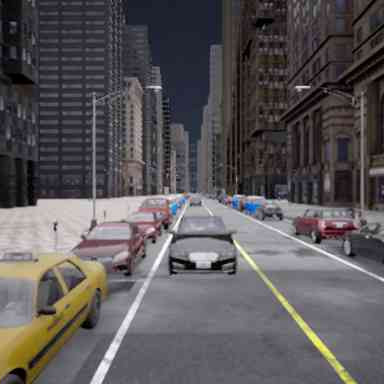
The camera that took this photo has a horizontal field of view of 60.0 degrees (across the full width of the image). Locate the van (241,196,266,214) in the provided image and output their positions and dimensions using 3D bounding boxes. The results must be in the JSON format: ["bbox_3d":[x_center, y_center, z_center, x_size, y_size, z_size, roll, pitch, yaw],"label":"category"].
[{"bbox_3d":[6.240,1.335,32.864,1.690,1.788,3.998,0,0,0],"label":"van"}]

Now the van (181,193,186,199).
[{"bbox_3d":[-2.221,1.335,49.918,1.690,1.788,3.998,0,0,0],"label":"van"}]

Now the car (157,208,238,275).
[{"bbox_3d":[0.299,1.487,10.517,2.128,1.511,4.902,0,0,0],"label":"car"}]

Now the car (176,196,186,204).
[{"bbox_3d":[-2.157,1.522,66.780,1.752,1.417,4.829,0,0,0],"label":"car"}]

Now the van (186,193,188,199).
[{"bbox_3d":[-2.178,1.337,61.273,1.690,1.788,3.998,0,0,0],"label":"van"}]

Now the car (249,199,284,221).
[{"bbox_3d":[6.219,1.545,27.186,2.008,1.369,4.403,0,0,0],"label":"car"}]

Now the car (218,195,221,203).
[{"bbox_3d":[6.347,1.578,61.251,1.802,1.307,4.206,0,0,0],"label":"car"}]

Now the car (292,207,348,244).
[{"bbox_3d":[6.176,1.436,15.830,1.967,1.590,4.097,0,0,0],"label":"car"}]

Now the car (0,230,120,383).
[{"bbox_3d":[-2.392,1.524,4.329,1.752,1.417,4.829,0,0,0],"label":"car"}]

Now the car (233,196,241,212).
[{"bbox_3d":[6.262,1.538,38.541,1.887,1.381,4.507,0,0,0],"label":"car"}]

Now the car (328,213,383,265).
[{"bbox_3d":[6.155,1.548,10.152,2.008,1.369,4.403,0,0,0],"label":"car"}]

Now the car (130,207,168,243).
[{"bbox_3d":[-2.348,1.577,15.854,1.802,1.307,4.206,0,0,0],"label":"car"}]

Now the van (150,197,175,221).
[{"bbox_3d":[-2.306,1.334,27.209,1.690,1.788,3.998,0,0,0],"label":"van"}]

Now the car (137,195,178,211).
[{"bbox_3d":[-2.327,1.309,21.531,2.192,1.841,5.009,0,0,0],"label":"car"}]

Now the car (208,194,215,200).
[{"bbox_3d":[6.469,1.558,93.901,2.008,1.369,4.403,0,0,0],"label":"car"}]

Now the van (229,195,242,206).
[{"bbox_3d":[6.283,1.335,44.218,1.690,1.788,3.998,0,0,0],"label":"van"}]

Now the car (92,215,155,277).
[{"bbox_3d":[-2.370,1.579,10.176,1.802,1.307,4.206,0,0,0],"label":"car"}]

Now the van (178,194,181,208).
[{"bbox_3d":[-2.285,1.334,32.886,1.690,1.788,3.998,0,0,0],"label":"van"}]

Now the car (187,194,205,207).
[{"bbox_3d":[0.545,1.498,50.319,1.837,1.490,4.892,0,0,0],"label":"car"}]

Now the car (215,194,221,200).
[{"bbox_3d":[6.368,1.312,66.928,2.192,1.841,5.009,0,0,0],"label":"car"}]

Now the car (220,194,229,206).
[{"bbox_3d":[6.326,1.435,55.573,1.967,1.590,4.097,0,0,0],"label":"car"}]

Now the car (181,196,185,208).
[{"bbox_3d":[-2.242,1.575,44.240,1.802,1.307,4.206,0,0,0],"label":"car"}]
